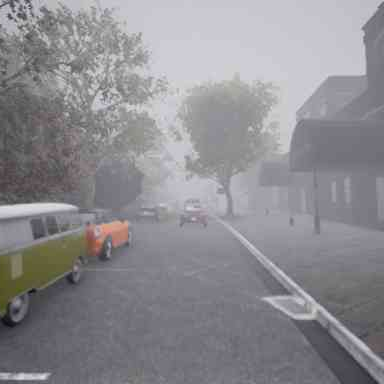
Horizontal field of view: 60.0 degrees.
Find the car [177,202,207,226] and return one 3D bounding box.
[{"bbox_3d":[0.102,1.669,24.174,1.812,1.442,4.674,0,-1,0],"label":"car"}]

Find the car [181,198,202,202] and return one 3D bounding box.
[{"bbox_3d":[0.111,1.829,41.075,2.150,2.045,5.566,0,-2,0],"label":"car"}]

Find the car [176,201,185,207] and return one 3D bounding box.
[{"bbox_3d":[-3.153,3.322,90.940,2.097,1.535,5.008,0,-2,2],"label":"car"}]

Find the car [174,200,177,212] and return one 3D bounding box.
[{"bbox_3d":[-3.641,2.225,45.878,2.097,1.535,5.008,0,-1,2],"label":"car"}]

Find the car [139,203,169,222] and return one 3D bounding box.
[{"bbox_3d":[-3.633,1.794,29.214,2.163,1.488,4.792,1,-2,2],"label":"car"}]

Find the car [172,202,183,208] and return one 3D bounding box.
[{"bbox_3d":[-3.397,3.079,79.532,2.231,1.521,4.892,0,-1,2],"label":"car"}]

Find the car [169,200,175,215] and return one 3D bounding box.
[{"bbox_3d":[-3.634,2.071,40.319,2.097,1.535,5.008,1,-2,2],"label":"car"}]

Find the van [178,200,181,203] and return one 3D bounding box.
[{"bbox_3d":[-3.621,2.590,68.287,1.878,1.987,4.442,1,-1,2],"label":"van"}]

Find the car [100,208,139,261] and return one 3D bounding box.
[{"bbox_3d":[-3.654,1.362,12.479,2.185,1.767,4.553,0,0,2],"label":"car"}]

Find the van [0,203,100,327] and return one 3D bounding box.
[{"bbox_3d":[-3.649,1.259,7.056,1.878,1.987,4.442,0,0,2],"label":"van"}]

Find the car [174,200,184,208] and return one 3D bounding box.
[{"bbox_3d":[-3.395,3.073,85.242,2.185,1.767,4.553,-1,-1,2],"label":"car"}]

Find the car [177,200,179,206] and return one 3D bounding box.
[{"bbox_3d":[-3.643,2.410,51.482,2.163,1.488,4.792,0,-1,2],"label":"car"}]
